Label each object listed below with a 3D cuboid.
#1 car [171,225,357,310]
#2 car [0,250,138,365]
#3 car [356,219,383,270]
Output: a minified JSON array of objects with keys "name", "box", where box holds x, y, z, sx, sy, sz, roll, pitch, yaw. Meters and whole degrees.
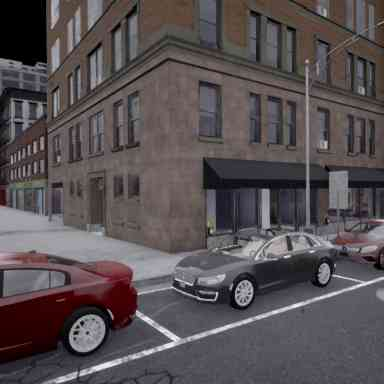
[{"name":"car","box":[1.591,1.550,7.684,4.403,1.369,2.008,0,-1,-36]},{"name":"car","box":[-2.950,1.545,4.438,4.507,1.381,1.887,0,-1,-36]},{"name":"car","box":[6.133,1.581,10.931,4.206,1.307,1.802,0,-1,-36]}]
